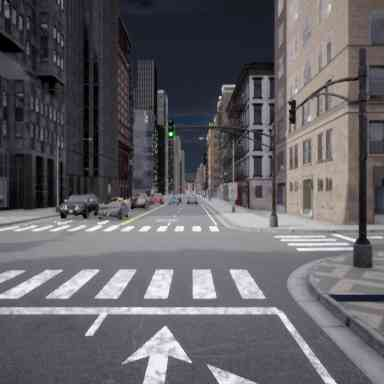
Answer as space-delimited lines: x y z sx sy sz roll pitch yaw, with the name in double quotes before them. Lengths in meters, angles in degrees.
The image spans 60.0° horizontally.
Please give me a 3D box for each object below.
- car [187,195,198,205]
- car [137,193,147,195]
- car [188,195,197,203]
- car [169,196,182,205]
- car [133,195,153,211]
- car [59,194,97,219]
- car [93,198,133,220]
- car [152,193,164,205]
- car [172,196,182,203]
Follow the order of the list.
"car" 0.087 1.602 59.971 1.994 1.385 4.181 0 0 0
"car" -9.659 1.248 63.588 2.150 2.045 5.566 0 0 0
"car" 0.101 1.426 69.976 1.812 1.442 4.674 0 0 0
"car" -3.165 1.584 59.143 2.033 1.411 5.357 0 0 0
"car" -6.527 1.491 41.971 1.882 1.535 5.008 0 0 0
"car" -9.818 1.221 29.497 2.150 2.045 5.566 0 0 -2
"car" -6.534 1.502 28.046 1.837 1.490 4.892 0 0 -1
"car" -6.434 1.264 61.177 2.150 2.045 5.566 0 -1 0
"car" -3.149 1.529 69.565 1.882 1.535 5.008 0 0 0
